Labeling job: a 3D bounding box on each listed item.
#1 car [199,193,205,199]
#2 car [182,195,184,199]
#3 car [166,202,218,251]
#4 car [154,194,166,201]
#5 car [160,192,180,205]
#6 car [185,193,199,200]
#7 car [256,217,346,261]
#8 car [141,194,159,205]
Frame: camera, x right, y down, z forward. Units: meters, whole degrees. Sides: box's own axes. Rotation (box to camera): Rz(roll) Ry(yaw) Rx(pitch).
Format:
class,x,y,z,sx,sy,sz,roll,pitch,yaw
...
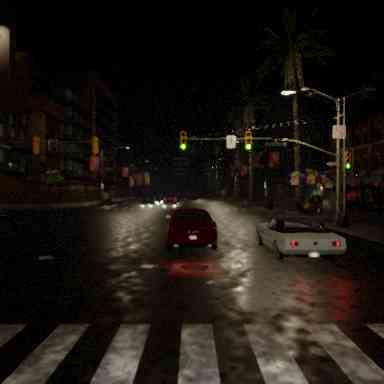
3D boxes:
class,x,y,z,sx,sy,sz,roll,pitch,yaw
car,2.221,1.107,90.333,1.812,1.442,4.674,0,0,-12
car,-3.503,1.200,73.595,2.033,1.411,5.357,0,0,0
car,-0.076,1.413,13.945,1.882,1.535,5.008,0,0,-3
car,-7.005,1.185,73.699,2.128,1.511,4.902,0,0,0
car,-3.502,1.104,53.792,2.097,1.767,4.553,0,0,0
car,-0.017,1.197,77.039,1.994,1.385,4.181,0,0,-4
car,3.600,1.545,12.000,1.895,1.301,4.718,0,0,0
car,-7.002,1.298,54.088,2.033,1.411,5.357,0,0,0
